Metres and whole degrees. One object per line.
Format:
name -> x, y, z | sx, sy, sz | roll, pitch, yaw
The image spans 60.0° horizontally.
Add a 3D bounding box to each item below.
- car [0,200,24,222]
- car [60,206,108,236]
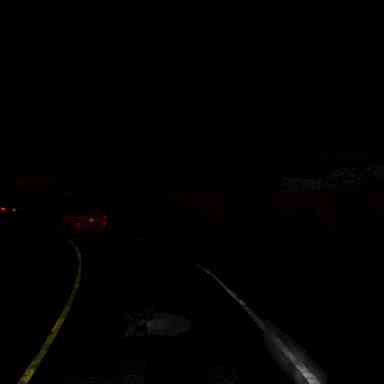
car -> -19.129, 1.862, 33.442 | 5.566, 2.045, 2.150 | -1, -1, 37
car -> -6.949, 1.690, 21.139 | 2.097, 1.767, 4.553 | 0, -1, -32
